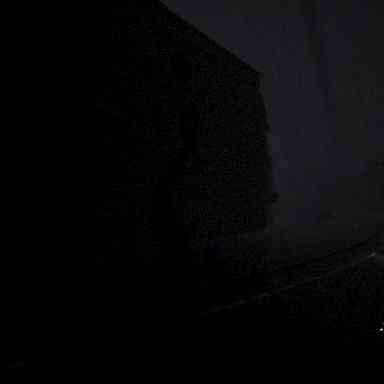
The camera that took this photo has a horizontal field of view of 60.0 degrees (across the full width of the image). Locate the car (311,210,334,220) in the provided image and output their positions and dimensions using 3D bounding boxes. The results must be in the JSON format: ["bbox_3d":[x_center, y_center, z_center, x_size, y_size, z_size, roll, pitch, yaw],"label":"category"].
[{"bbox_3d":[21.603,3.801,55.142,2.097,1.767,4.553,-1,-4,-5],"label":"car"}]
